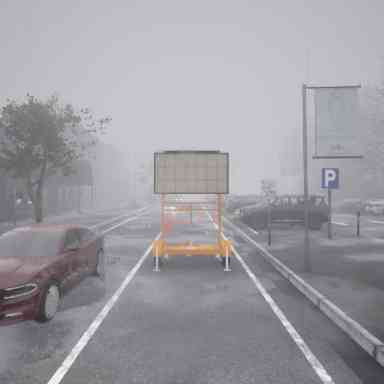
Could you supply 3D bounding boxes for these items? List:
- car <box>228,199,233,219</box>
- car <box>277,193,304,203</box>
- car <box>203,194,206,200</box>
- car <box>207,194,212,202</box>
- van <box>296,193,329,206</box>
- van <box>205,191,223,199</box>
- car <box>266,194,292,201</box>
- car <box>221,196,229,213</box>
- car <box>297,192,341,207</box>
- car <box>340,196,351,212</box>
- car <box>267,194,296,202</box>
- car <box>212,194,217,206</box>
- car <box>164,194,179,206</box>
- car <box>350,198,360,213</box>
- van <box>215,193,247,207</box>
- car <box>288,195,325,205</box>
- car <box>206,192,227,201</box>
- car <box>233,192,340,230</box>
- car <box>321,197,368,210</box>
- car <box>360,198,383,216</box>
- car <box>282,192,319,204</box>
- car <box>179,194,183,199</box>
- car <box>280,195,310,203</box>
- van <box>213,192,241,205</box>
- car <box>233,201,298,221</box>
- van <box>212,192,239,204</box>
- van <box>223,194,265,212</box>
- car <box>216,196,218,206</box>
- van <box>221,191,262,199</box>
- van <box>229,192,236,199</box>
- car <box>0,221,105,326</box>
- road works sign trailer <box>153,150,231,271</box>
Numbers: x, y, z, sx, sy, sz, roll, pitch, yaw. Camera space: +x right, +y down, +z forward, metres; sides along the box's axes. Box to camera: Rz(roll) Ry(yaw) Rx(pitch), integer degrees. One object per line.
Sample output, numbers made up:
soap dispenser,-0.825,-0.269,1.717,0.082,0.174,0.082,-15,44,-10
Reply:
car,5.500,1.452,23.388,5.366,1.575,1.946,0,0,0
car,18.661,1.091,63.141,4.553,1.767,2.185,0,1,0
car,5.505,0.915,68.247,5.566,2.045,2.435,0,1,0
car,5.562,1.078,51.427,5.566,2.045,2.435,0,1,0
van,18.785,1.099,52.037,4.442,1.987,1.878,0,1,0
van,5.370,0.805,82.263,4.442,1.987,1.878,0,1,0
car,18.608,1.138,71.468,4.892,1.521,2.231,0,1,0
car,5.651,1.440,31.798,5.008,1.535,2.097,0,0,0
car,18.706,1.100,49.261,5.566,2.045,2.435,0,1,0
car,18.719,1.432,35.379,5.008,1.535,2.097,0,0,0
car,18.427,1.160,68.691,5.366,1.575,1.946,0,1,0
car,5.616,1.378,45.821,4.892,1.521,2.231,0,0,0
car,-3.446,1.329,49.868,2.128,1.511,4.902,0,0,0
car,18.728,1.441,32.601,4.892,1.521,2.231,0,0,0
van,5.716,1.130,48.627,4.442,1.987,1.878,0,0,0
car,18.845,1.295,54.814,5.366,1.575,1.946,0,1,0
car,5.483,0.986,73.854,4.553,1.767,2.185,0,1,0
car,5.666,1.209,20.585,5.566,2.045,2.435,0,0,0
car,18.676,1.441,40.928,4.792,1.488,2.163,0,0,0
car,18.714,1.193,29.826,5.566,2.045,2.435,0,0,0
car,18.678,1.019,57.587,5.566,2.045,2.435,0,1,0
car,-3.425,1.113,86.999,1.895,1.301,4.718,0,1,0
car,18.611,1.273,60.365,4.792,1.488,2.163,0,1,0
van,5.697,1.076,54.232,4.442,1.987,1.878,0,1,0
car,5.678,1.490,26.192,4.674,1.452,2.002,0,0,0
van,5.688,1.049,57.035,4.442,1.987,1.878,0,1,0
van,5.754,1.198,37.407,4.442,1.987,1.878,0,0,0
car,5.657,1.443,40.211,4.792,1.488,2.163,0,0,0
van,5.531,1.208,34.605,4.442,1.987,1.878,0,0,0
van,5.783,1.219,28.995,4.442,1.987,1.878,0,0,0
car,-3.364,1.477,7.402,1.882,1.535,5.008,0,0,0
road works sign trailer,-0.026,0.458,10.842,2.380,3.560,2.880,0,0,-1
